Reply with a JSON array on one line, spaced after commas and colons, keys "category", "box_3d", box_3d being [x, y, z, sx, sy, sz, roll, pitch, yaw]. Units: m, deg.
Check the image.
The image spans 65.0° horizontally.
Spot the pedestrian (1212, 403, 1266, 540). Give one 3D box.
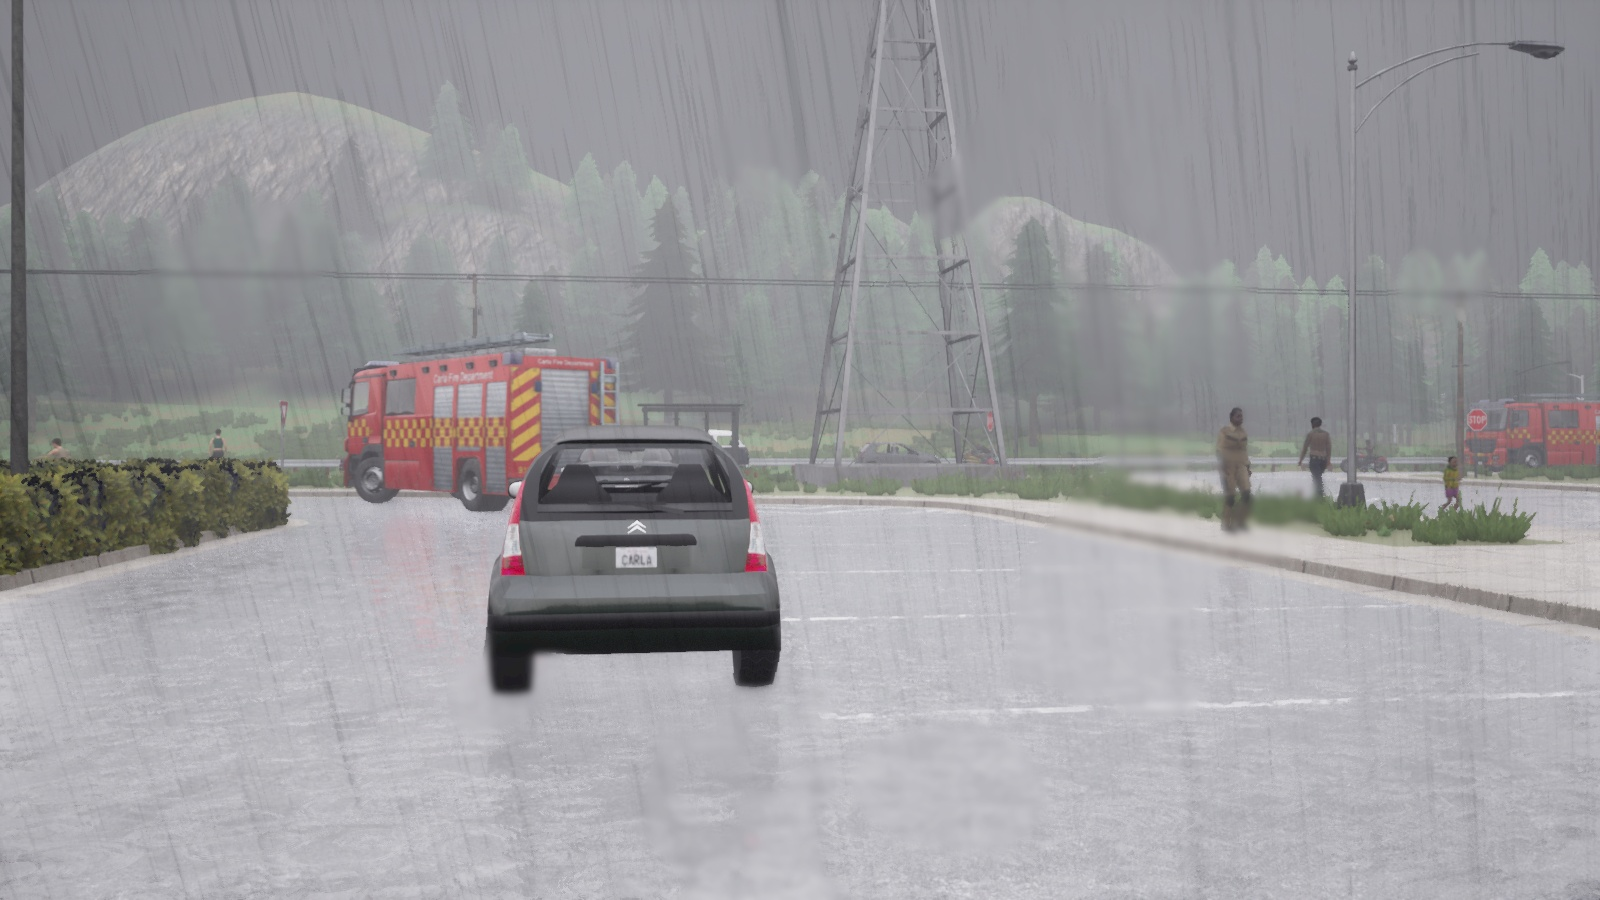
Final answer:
[{"category": "pedestrian", "box_3d": [6.300, 0.296, 18.038, 0.396, 1.930, 0.692, 0, 0, -17]}]

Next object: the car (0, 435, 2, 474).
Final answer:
[{"category": "car", "box_3d": [-35.977, 0.186, 51.517, 5.027, 1.651, 2.152, 0, 0, -8]}]

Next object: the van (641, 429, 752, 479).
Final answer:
[{"category": "van", "box_3d": [-4.331, 0.154, 52.218, 4.480, 2.038, 2.069, 0, 0, -8]}]

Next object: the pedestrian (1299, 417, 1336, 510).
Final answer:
[{"category": "pedestrian", "box_3d": [10.321, 0.262, 25.038, 0.328, 1.805, 0.869, 0, 0, -4]}]

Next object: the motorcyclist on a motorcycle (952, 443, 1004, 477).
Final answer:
[{"category": "motorcyclist on a motorcycle", "box_3d": [8.141, 0.446, 57.481, 2.191, 1.530, 0.866, 0, 1, -4]}]

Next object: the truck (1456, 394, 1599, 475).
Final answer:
[{"category": "truck", "box_3d": [36.842, -0.751, 61.248, 8.468, 3.827, 2.891, 0, 0, -8]}]

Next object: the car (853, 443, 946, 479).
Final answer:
[{"category": "car", "box_3d": [4.215, 0.446, 53.362, 3.633, 1.501, 1.845, 0, 0, -8]}]

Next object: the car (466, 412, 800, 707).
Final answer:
[{"category": "car", "box_3d": [-1.198, 0.590, 8.987, 1.851, 1.617, 3.988, 0, 0, -8]}]

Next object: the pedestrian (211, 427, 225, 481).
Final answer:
[{"category": "pedestrian", "box_3d": [-20.066, 0.125, 43.311, 0.345, 1.836, 0.594, 0, 0, -14]}]

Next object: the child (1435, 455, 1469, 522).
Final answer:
[{"category": "child", "box_3d": [11.325, 0.662, 21.818, 0.299, 1.160, 0.473, 0, 0, -8]}]

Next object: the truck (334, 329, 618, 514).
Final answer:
[{"category": "truck", "box_3d": [-7.987, -0.606, 30.052, 2.891, 3.827, 8.468, 0, 0, -43]}]

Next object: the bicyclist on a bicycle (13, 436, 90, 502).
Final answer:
[{"category": "bicyclist on a bicycle", "box_3d": [-18.886, 0.477, 31.689, 1.509, 1.612, 0.866, 0, -2, 19]}]

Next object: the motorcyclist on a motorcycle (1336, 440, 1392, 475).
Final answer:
[{"category": "motorcyclist on a motorcycle", "box_3d": [26.915, 0.363, 59.928, 2.350, 1.649, 0.766, 0, 0, -8]}]
